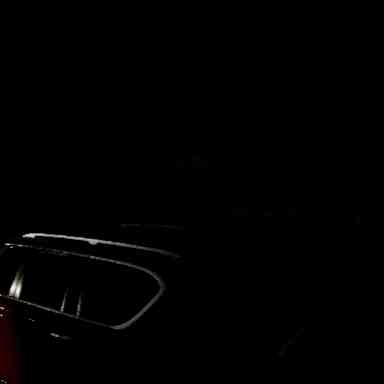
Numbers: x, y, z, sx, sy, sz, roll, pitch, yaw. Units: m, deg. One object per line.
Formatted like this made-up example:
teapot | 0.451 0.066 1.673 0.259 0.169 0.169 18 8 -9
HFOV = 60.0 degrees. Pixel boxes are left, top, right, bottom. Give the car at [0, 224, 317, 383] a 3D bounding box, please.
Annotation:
car | -1.203 1.310 3.820 5.009 1.841 2.192 0 0 35
